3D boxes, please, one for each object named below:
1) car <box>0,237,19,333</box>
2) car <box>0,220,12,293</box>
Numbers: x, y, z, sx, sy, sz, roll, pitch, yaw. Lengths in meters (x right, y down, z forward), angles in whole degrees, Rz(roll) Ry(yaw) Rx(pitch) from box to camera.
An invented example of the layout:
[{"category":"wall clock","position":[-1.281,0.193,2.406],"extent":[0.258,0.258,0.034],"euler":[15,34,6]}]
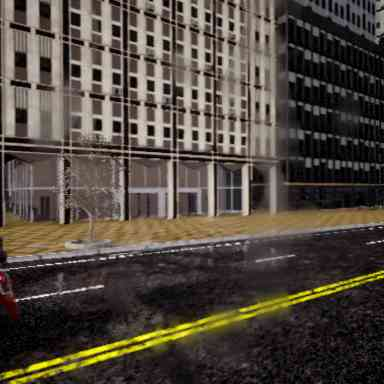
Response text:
[{"category":"car","position":[-4.830,1.339,4.230],"extent":[4.553,1.767,2.097],"euler":[1,0,-35]},{"category":"car","position":[-6.647,1.493,6.926],"extent":[4.892,1.490,1.837],"euler":[1,0,-35]}]
